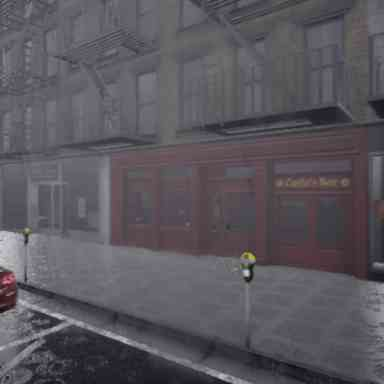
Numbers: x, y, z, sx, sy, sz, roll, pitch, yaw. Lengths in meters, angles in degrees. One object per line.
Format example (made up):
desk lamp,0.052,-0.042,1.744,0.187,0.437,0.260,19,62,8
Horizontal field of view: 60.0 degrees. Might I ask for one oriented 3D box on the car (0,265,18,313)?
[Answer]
car,-4.923,1.598,6.315,4.206,1.307,1.802,0,0,35
